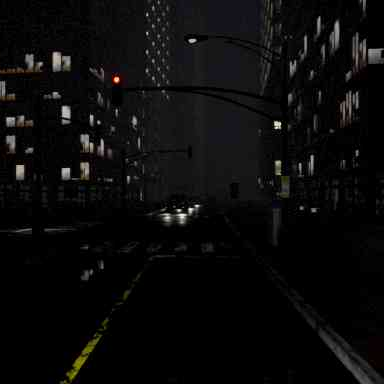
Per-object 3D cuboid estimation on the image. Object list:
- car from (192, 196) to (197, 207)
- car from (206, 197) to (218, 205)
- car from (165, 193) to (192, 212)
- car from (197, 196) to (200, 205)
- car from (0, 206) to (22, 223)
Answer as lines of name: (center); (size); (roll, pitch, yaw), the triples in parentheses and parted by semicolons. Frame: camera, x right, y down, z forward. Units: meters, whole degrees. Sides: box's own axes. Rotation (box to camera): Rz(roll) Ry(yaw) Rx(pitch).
car: (-0.745, 1.436, 47.881); (1.882, 1.535, 5.008); (0, 0, 6)
car: (3.414, 1.485, 57.066); (2.033, 1.411, 5.357); (0, 0, 7)
car: (-1.625, 1.195, 37.843); (2.150, 2.045, 5.566); (0, 0, 5)
car: (0.359, 1.443, 58.118); (1.837, 1.490, 4.892); (0, 0, 7)
car: (-16.573, 1.854, 27.924); (4.403, 1.369, 2.008); (-1, 1, 10)
